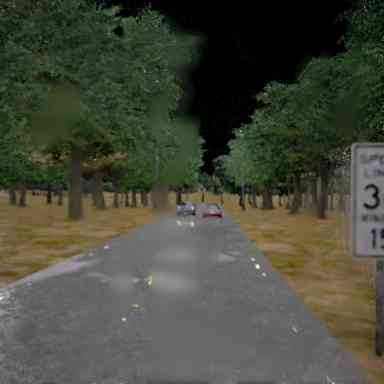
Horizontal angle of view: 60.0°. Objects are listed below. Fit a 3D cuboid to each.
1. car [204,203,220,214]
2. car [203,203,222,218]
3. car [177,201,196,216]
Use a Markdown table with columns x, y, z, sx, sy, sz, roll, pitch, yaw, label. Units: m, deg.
| x | y | z | sx | sy | sz | roll | pitch | yaw | label |
| --- | --- | --- | --- | --- | --- | --- | --- | --- | --- |
| 2.763 | 2.207 | 45.401 | 2.033 | 1.411 | 5.357 | 0 | -1 | 4 | car |
| 2.175 | 2.030 | 35.457 | 1.994 | 1.385 | 4.181 | 0 | -1 | 4 | car |
| -0.591 | 1.881 | 39.797 | 2.097 | 1.767 | 4.553 | 0 | -1 | 4 | car |
